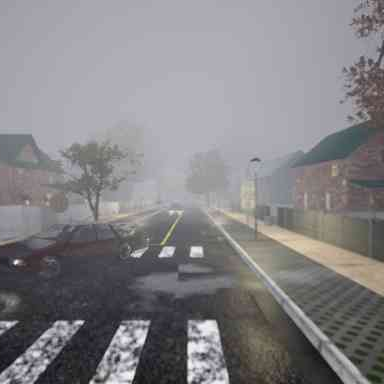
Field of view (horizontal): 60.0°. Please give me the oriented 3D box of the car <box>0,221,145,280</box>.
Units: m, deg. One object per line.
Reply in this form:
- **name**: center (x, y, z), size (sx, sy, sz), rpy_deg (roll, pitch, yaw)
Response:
- **car**: center (-3.750, 1.679, 10.828), size (2.033, 1.411, 5.357), rpy_deg (0, -1, 29)

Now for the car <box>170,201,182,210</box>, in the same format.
- **car**: center (-2.781, 2.292, 57.978), size (1.895, 1.301, 4.718), rpy_deg (0, -1, 0)
